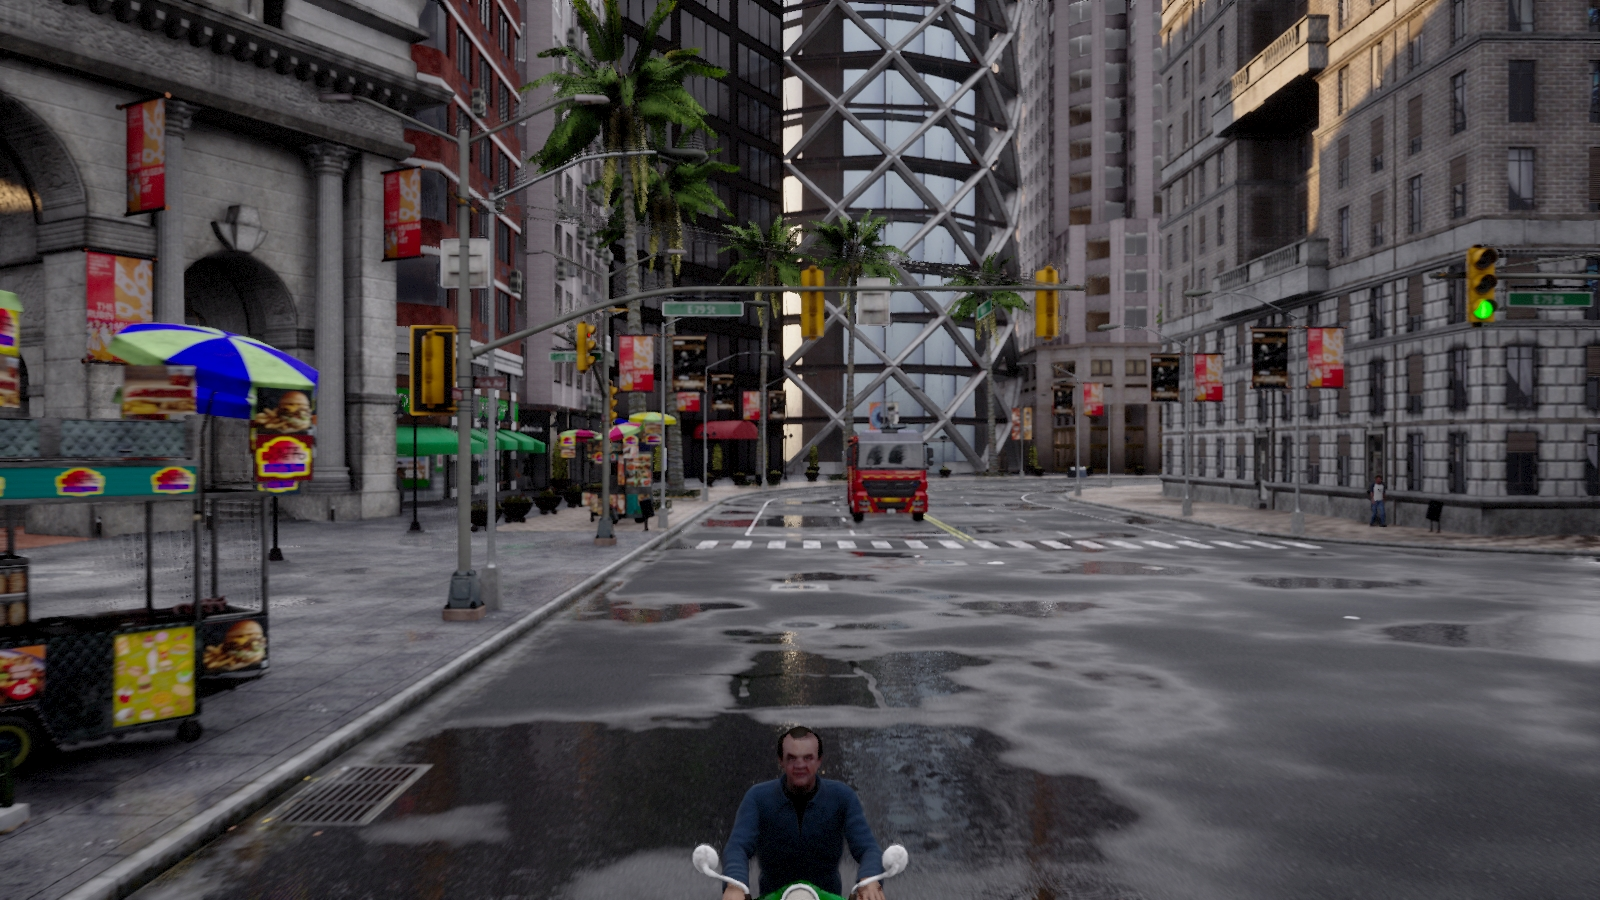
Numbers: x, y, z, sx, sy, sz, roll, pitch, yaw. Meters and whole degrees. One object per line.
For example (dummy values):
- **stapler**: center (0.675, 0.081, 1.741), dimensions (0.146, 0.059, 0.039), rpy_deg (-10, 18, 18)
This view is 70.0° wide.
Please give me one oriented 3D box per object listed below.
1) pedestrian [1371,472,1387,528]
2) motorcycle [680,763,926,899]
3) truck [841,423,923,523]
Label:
- **pedestrian**: center (19.534, 1.678, 38.540), dimensions (0.375, 1.860, 0.375), rpy_deg (0, 0, 0)
- **motorcycle**: center (0.012, 2.179, 4.785), dimensions (0.856, 1.236, 1.805), rpy_deg (0, 0, 0)
- **truck**: center (3.277, 0.868, 47.678), dimensions (2.891, 3.827, 8.468), rpy_deg (0, 0, 0)
